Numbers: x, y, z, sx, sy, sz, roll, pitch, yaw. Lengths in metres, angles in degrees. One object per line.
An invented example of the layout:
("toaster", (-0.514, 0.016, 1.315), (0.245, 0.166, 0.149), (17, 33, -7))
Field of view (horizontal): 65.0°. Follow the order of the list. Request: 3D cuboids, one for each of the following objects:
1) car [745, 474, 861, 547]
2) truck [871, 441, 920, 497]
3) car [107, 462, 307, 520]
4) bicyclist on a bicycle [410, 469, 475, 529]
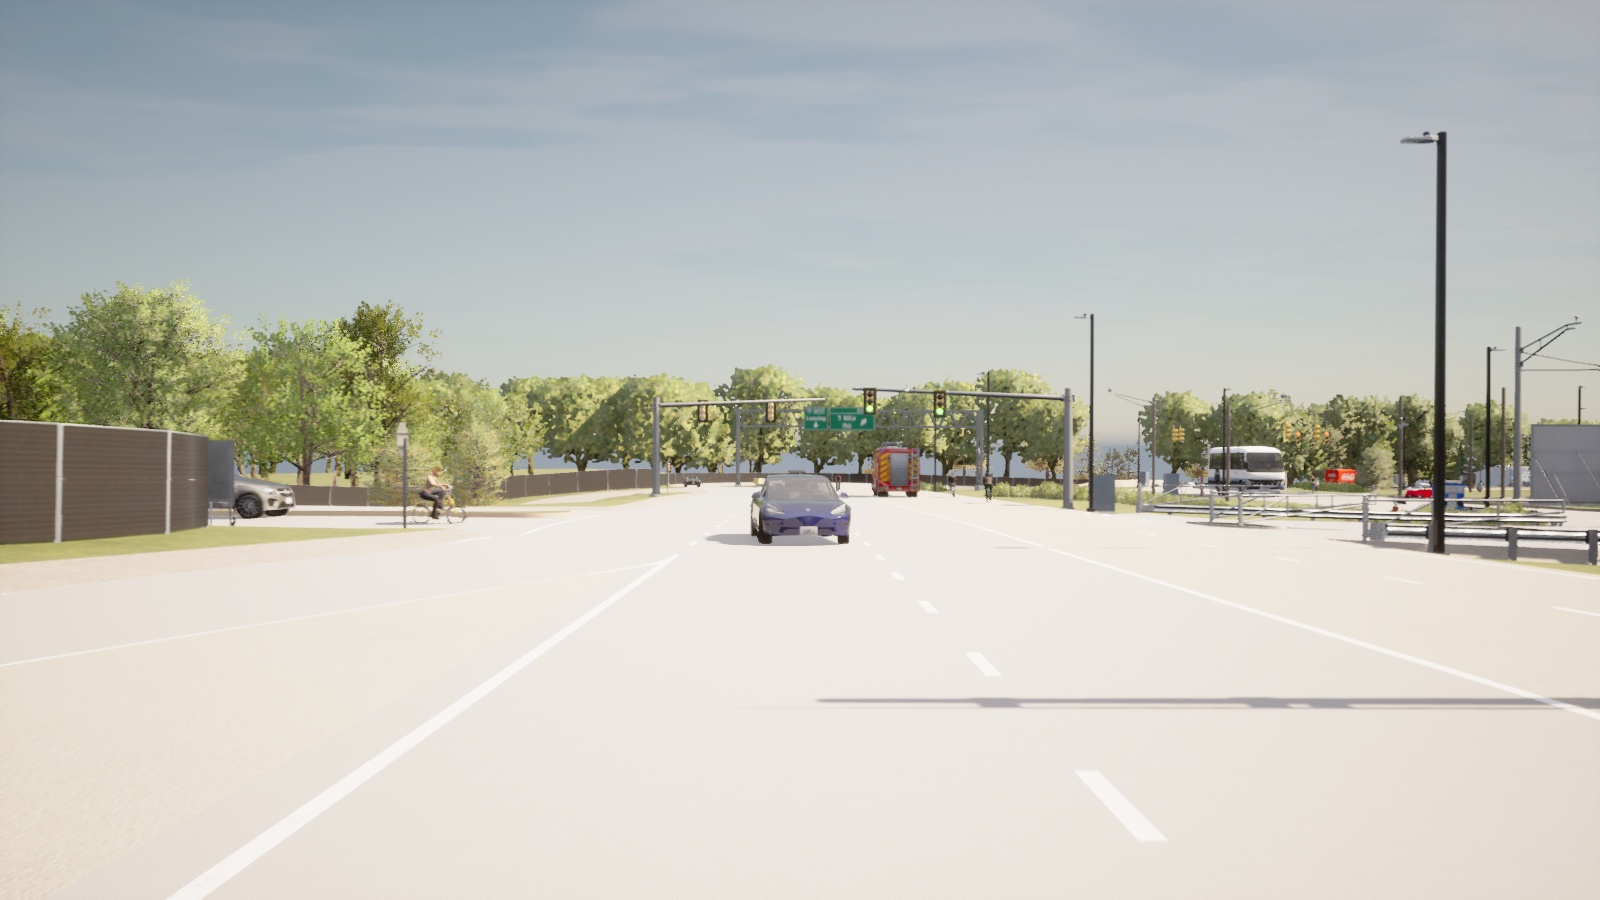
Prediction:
("car", (-0.039, 1.290, 28.328), (2.163, 1.488, 4.792), (0, -1, -5))
("truck", (6.778, 1.362, 90.251), (2.891, 3.827, 8.468), (0, -1, 0))
("car", (-17.861, 1.227, 37.985), (5.027, 1.651, 2.152), (-1, -1, 0))
("bicyclist on a bicycle", (-9.823, 1.326, 34.544), (1.509, 1.612, 0.866), (0, 0, 1))
